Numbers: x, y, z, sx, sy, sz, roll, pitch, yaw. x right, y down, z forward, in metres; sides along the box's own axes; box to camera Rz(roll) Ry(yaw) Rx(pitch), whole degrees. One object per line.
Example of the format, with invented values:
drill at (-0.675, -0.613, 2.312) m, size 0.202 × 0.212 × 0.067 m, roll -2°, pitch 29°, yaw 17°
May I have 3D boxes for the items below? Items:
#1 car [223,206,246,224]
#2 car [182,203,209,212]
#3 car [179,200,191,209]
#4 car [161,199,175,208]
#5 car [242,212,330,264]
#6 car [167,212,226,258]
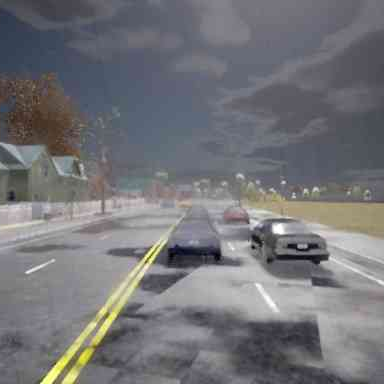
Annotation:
car at (3.711, 1.894, 28.272) m, size 1.994 × 1.385 × 4.181 m, roll 0°, pitch -1°, yaw 3°
car at (0.468, 1.898, 28.429) m, size 1.994 × 1.385 × 4.181 m, roll 0°, pitch -1°, yaw 2°
car at (-1.217, 2.227, 61.313) m, size 1.882 × 1.535 × 5.008 m, roll 0°, pitch -1°, yaw 4°
car at (-4.449, 2.110, 61.673) m, size 2.097 × 1.767 × 4.553 m, roll 0°, pitch -1°, yaw 4°
car at (3.341, 1.690, 12.447) m, size 2.033 × 1.411 × 5.357 m, roll 0°, pitch -1°, yaw 1°
car at (0.117, 1.720, 13.410) m, size 1.994 × 1.385 × 4.181 m, roll 0°, pitch -1°, yaw 1°
